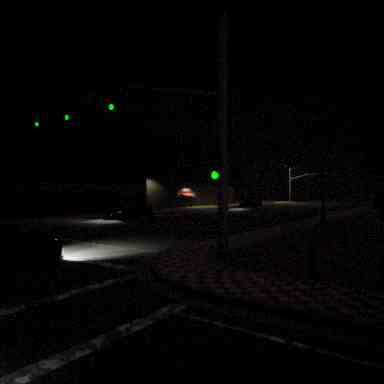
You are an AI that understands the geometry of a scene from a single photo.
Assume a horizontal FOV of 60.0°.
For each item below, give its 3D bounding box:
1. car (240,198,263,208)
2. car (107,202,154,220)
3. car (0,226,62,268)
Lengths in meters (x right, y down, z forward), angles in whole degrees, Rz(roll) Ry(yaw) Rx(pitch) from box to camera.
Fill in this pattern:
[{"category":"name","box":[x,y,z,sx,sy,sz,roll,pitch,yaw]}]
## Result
[{"category":"car","box":[8.708,1.591,48.701,2.128,1.511,4.902,0,0,36]},{"category":"car","box":[-5.285,1.623,29.288,1.812,1.442,4.674,0,0,35]},{"category":"car","box":[-6.105,1.613,9.905,1.994,1.385,4.181,0,0,35]}]
